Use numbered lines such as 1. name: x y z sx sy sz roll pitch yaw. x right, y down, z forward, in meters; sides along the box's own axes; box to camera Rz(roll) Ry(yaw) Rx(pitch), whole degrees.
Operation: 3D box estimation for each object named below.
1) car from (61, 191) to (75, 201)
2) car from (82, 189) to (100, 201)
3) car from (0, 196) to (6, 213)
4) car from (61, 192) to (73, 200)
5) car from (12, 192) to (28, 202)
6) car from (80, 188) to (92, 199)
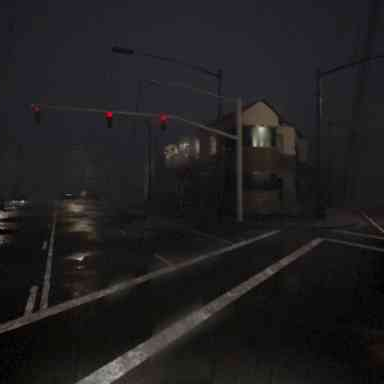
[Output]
1. car: -18.898 0.603 50.896 2.128 1.511 4.902 -1 1 -22
2. car: -15.803 0.626 52.584 1.994 1.385 4.181 -1 1 -22
3. car: -18.400 1.104 30.538 1.837 1.490 4.892 -1 3 -22
4. car: -22.767 0.691 60.582 1.994 1.385 4.181 -1 0 -22
5. car: -26.957 0.736 52.191 2.033 1.411 5.357 -1 0 -22
6. car: -19.533 0.314 61.910 2.150 2.045 5.566 -1 0 -22
